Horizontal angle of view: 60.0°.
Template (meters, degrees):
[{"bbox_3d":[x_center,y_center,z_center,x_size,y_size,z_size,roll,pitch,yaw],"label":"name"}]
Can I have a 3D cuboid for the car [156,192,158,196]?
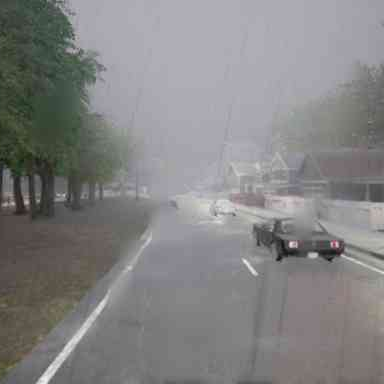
[{"bbox_3d":[-4.504,1.142,54.301,1.812,1.442,4.674,0,1,-8],"label":"car"}]

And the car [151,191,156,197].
[{"bbox_3d":[-10.117,0.553,90.531,1.882,1.535,5.008,0,1,-14],"label":"car"}]

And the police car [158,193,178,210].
[{"bbox_3d":[-2.687,1.190,38.485,1.930,1.638,5.238,0,0,-5],"label":"police car"}]

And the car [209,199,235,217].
[{"bbox_3d":[2.657,1.355,29.558,1.812,1.442,4.674,0,0,-4],"label":"car"}]

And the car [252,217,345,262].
[{"bbox_3d":[3.473,1.543,11.890,1.895,1.301,4.718,0,0,-1],"label":"car"}]

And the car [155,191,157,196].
[{"bbox_3d":[-6.351,0.943,72.527,1.895,1.301,4.718,0,1,-11],"label":"car"}]
